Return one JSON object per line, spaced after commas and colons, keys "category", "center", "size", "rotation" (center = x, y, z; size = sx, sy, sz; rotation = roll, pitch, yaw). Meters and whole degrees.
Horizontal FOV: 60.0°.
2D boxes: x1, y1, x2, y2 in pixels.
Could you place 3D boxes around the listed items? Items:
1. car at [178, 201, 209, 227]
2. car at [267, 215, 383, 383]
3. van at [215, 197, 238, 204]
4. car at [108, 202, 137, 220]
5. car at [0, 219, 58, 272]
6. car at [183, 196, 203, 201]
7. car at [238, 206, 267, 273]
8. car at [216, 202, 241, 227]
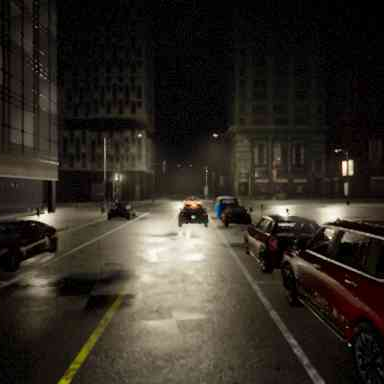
{"category": "car", "center": [0.085, 1.519, 22.516], "size": [1.994, 1.385, 4.181], "rotation": [0, 0, 0]}
{"category": "car", "center": [2.850, 1.307, 4.945], "size": [2.192, 1.841, 5.009], "rotation": [0, 0, 0]}
{"category": "van", "center": [2.838, 1.286, 27.541], "size": [1.690, 1.788, 3.998], "rotation": [0, 0, 0]}
{"category": "car", "center": [-5.686, 1.512, 27.536], "size": [1.947, 1.339, 4.313], "rotation": [0, 0, 0]}
{"category": "car", "center": [-5.677, 1.565, 10.588], "size": [1.802, 1.307, 4.206], "rotation": [0, 0, 0]}
{"category": "car", "center": [0.120, 1.274, 36.875], "size": [2.097, 1.767, 4.553], "rotation": [0, 0, 1]}
{"category": "car", "center": [2.847, 1.422, 10.594], "size": [1.967, 1.590, 4.097], "rotation": [0, 0, 0]}
{"category": "car", "center": [2.842, 1.541, 21.892], "size": [1.802, 1.307, 4.206], "rotation": [0, 0, 0]}
